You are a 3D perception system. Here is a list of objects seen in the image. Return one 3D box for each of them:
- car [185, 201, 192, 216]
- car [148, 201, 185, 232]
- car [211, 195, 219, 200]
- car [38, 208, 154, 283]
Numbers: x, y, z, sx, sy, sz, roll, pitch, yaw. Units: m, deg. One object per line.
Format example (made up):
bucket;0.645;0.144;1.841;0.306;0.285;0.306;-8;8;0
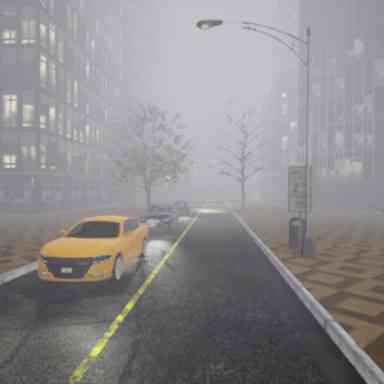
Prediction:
car;-1.059;1.514;31.446;1.994;1.385;4.181;0;0;4
car;-1.881;1.453;19.945;2.128;1.511;4.902;0;0;4
car;6.015;1.458;88.042;1.837;1.490;4.892;0;0;4
car;-2.594;1.452;9.831;1.882;1.535;5.008;0;0;4
